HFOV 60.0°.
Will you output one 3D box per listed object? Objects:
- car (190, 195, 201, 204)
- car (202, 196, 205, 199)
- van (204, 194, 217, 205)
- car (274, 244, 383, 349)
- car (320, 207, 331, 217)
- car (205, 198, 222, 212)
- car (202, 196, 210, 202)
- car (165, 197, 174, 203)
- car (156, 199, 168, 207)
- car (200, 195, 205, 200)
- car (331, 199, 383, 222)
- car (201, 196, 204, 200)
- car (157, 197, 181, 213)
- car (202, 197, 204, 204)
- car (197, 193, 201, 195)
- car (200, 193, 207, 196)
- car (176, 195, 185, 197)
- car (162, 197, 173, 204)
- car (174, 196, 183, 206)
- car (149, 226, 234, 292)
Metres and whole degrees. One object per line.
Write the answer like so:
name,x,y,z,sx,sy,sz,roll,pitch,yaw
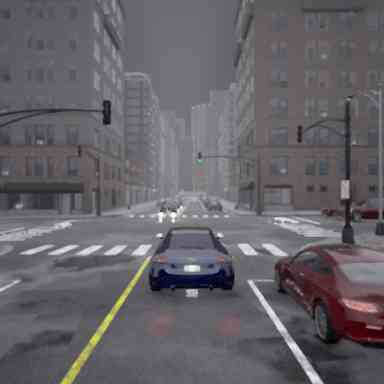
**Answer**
car,0.512,1.859,71.865,1.812,1.442,4.674,0,0,0
car,3.175,1.906,60.084,1.802,1.307,4.206,0,0,0
van,3.078,1.619,48.979,1.690,1.788,3.998,0,0,0
car,2.759,1.628,6.217,1.802,1.307,4.206,0,0,0
car,13.657,1.573,28.717,4.718,1.301,1.895,-1,0,0
car,3.032,1.835,43.426,1.802,1.307,4.206,0,0,0
car,3.811,1.826,90.576,1.882,1.535,5.008,0,0,0
car,-5.207,1.926,76.819,1.802,1.307,4.206,0,0,0
car,-5.352,1.905,60.161,1.802,1.307,4.206,0,0,0
car,3.271,1.925,71.191,1.802,1.307,4.206,0,0,0
car,13.548,1.318,25.469,4.553,1.767,2.097,-1,0,0
car,3.223,1.919,65.634,1.802,1.307,4.206,0,0,0
car,-2.840,1.749,41.401,1.837,1.490,4.892,0,0,2
car,3.126,1.847,54.529,1.887,1.381,4.507,0,0,0
car,0.597,1.703,81.867,2.128,1.511,4.902,0,0,0
car,3.718,1.567,83.607,2.150,2.045,5.566,0,0,0
car,-2.624,1.819,61.695,2.128,1.511,4.902,0,0,1
car,-5.254,1.893,71.267,2.008,1.369,4.403,0,0,0
car,-2.755,1.814,51.305,1.812,1.442,4.674,0,0,0
car,-0.053,1.631,9.155,1.994,1.385,4.181,0,-1,-2
